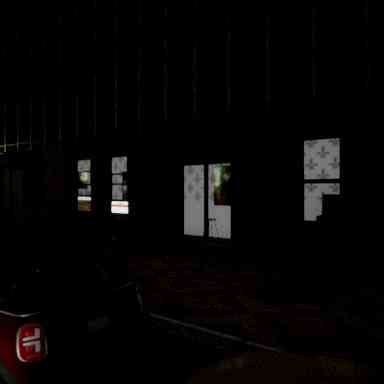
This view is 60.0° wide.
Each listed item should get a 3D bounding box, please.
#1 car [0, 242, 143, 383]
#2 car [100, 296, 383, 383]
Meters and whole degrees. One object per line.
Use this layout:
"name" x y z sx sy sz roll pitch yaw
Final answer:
"car" -2.588 1.442 4.715 4.097 1.590 1.967 0 0 35
"car" 1.874 1.525 1.538 4.829 1.417 1.752 0 0 35
